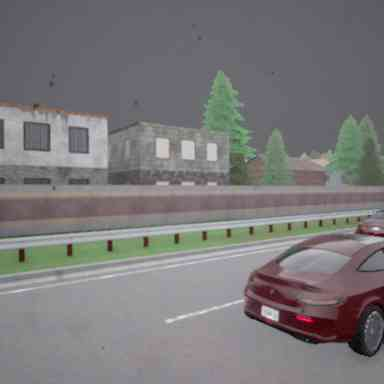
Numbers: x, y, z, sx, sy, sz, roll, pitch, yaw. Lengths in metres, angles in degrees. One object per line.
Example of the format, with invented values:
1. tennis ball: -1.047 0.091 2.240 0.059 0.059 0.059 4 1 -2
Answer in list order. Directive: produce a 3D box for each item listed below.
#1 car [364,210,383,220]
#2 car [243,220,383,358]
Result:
1. car: 9.018 1.435 14.496 4.181 1.385 1.994 -1 0 -35
2. car: 2.955 1.479 5.907 4.674 1.442 1.812 -1 0 -35
